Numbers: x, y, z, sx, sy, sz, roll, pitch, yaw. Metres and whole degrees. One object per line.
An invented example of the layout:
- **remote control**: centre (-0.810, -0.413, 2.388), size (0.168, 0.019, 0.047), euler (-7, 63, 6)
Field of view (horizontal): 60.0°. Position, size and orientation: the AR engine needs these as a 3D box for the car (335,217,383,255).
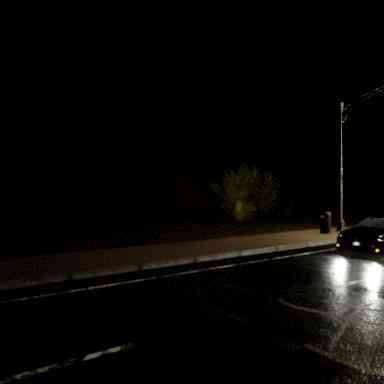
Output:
- **car**: centre (7.478, 1.680, 13.004), size (4.181, 1.385, 1.994), euler (1, 0, -35)
